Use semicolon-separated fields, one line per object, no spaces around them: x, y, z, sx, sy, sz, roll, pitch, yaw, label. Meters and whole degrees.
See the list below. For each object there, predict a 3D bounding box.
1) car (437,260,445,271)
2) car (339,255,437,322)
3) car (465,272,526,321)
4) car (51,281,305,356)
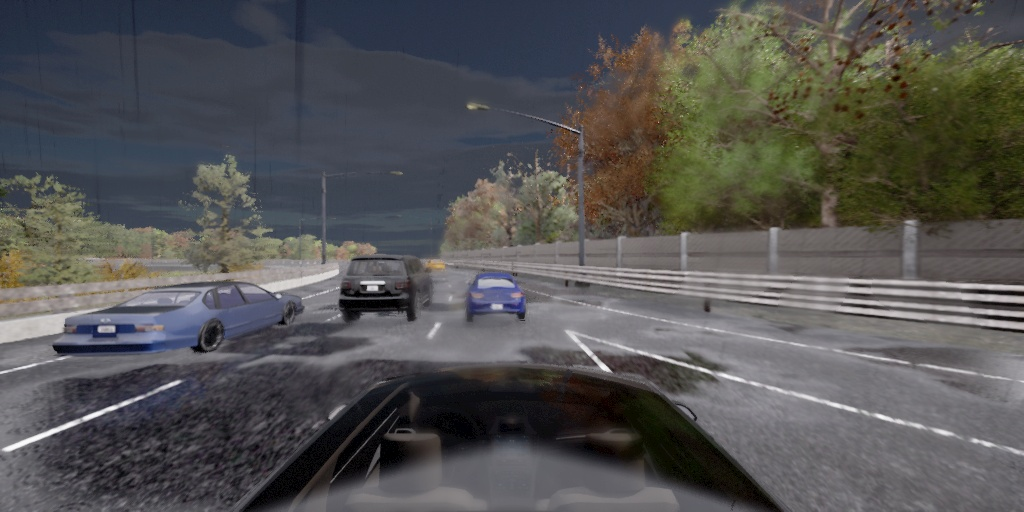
-10.415;1.255;48.322;1.882;1.535;5.008;0;0;-24;car
-4.135;0.984;12.593;2.150;2.045;5.566;0;0;-6;car
-0.622;1.275;12.392;1.812;1.442;4.674;0;0;-5;car
-7.262;1.323;8.762;2.033;1.411;5.357;0;0;-4;car
